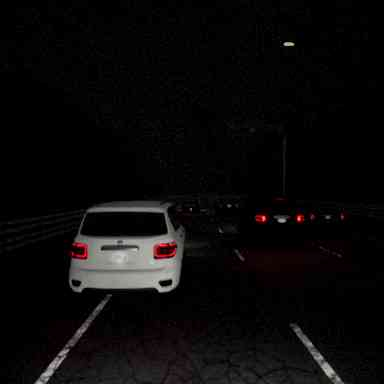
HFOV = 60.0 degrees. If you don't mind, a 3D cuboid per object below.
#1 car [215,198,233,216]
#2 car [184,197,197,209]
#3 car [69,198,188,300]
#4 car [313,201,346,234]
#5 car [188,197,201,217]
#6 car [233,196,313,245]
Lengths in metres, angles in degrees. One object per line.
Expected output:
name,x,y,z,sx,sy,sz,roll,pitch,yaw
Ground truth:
car,3.438,1.363,33.170,2.097,1.767,4.553,0,0,-1
car,-0.180,1.538,46.866,1.837,1.490,4.892,0,0,0
car,-1.278,1.224,8.517,2.150,2.045,5.566,0,0,0
car,6.999,1.353,19.268,2.097,1.767,4.553,0,0,0
car,-0.104,1.519,36.516,1.837,1.490,4.892,0,0,0
car,3.515,1.220,15.705,2.150,2.045,5.566,0,0,0
